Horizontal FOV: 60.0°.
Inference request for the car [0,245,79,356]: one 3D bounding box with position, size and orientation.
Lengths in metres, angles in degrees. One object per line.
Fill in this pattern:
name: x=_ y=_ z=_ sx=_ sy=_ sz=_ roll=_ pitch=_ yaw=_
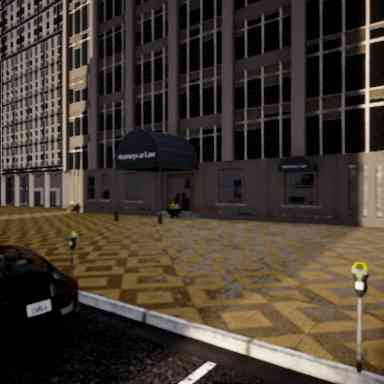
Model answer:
car: x=-3.710 y=1.603 z=5.690 sx=4.313 sy=1.339 sz=1.947 roll=0 pitch=0 yaw=37
